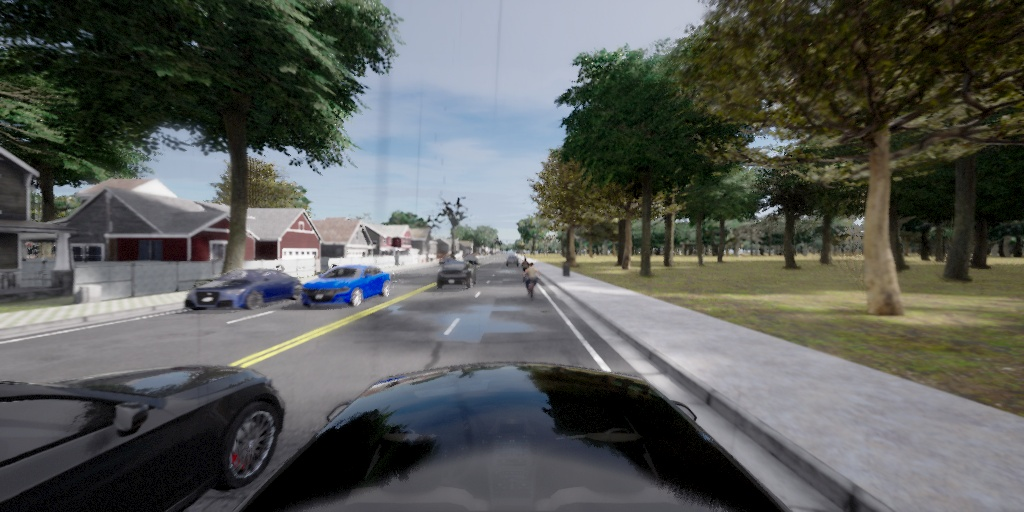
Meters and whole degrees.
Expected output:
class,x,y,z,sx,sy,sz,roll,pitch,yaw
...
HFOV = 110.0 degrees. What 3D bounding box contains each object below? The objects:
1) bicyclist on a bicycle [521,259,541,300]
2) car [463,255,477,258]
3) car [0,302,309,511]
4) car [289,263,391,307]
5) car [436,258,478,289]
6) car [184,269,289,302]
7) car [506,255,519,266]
class,x,y,z,sx,sy,sz,roll,pitch,yaw
bicyclist on a bicycle,0.860,1.049,15.564,0.866,1.612,1.509,0,0,1
car,-6.567,0.567,57.034,2.097,1.767,4.553,0,1,0
car,-3.150,1.277,1.581,1.812,1.442,4.674,0,1,0
car,-6.602,1.097,14.773,1.882,1.535,5.008,0,1,0
car,-3.152,1.062,21.069,1.837,1.490,4.892,0,1,0
car,-9.851,1.195,13.590,1.994,1.385,4.181,0,1,0
car,0.074,0.724,55.325,2.128,1.511,4.902,0,1,0
